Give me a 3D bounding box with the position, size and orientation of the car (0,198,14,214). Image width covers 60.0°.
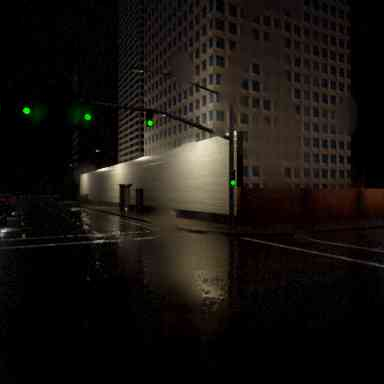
[{"bbox_3d":[-17.638,1.557,30.428,1.994,1.385,4.181,0,0,-27],"label":"car"}]

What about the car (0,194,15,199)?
[{"bbox_3d":[-22.517,1.222,39.843,2.150,2.045,5.566,0,0,-27],"label":"car"}]

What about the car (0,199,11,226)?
[{"bbox_3d":[-13.536,1.492,22.522,1.837,1.490,4.892,0,0,-27],"label":"car"}]
